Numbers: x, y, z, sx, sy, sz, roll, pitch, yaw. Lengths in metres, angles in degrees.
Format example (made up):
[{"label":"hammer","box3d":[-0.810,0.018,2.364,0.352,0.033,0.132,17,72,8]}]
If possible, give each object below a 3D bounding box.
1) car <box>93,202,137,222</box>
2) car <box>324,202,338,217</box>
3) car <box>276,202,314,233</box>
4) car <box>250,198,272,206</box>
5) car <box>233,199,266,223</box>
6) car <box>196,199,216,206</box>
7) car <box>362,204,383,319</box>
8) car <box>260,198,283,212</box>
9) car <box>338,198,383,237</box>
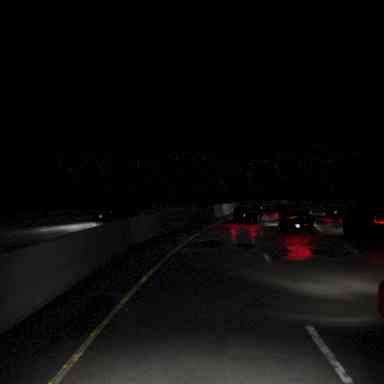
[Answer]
[{"label":"car","box3d":[-6.322,1.627,27.891,2.128,1.511,4.902,0,0,17]},{"label":"car","box3d":[14.262,1.708,33.062,1.812,1.442,4.674,0,0,23]},{"label":"car","box3d":[6.414,1.617,20.728,1.837,1.490,4.892,0,0,13]},{"label":"car","box3d":[13.643,1.919,65.596,2.033,1.411,5.357,0,0,39]},{"label":"car","box3d":[4.610,1.620,27.099,1.882,1.535,5.008,0,-1,17]},{"label":"car","box3d":[2.374,1.848,55.811,1.994,1.385,4.181,0,0,32]},{"label":"car","box3d":[3.750,1.239,2.562,2.150,2.045,5.566,0,0,3]},{"label":"car","box3d":[10.421,1.711,41.215,2.128,1.511,4.902,0,0,27]},{"label":"car","box3d":[8.813,1.310,15.647,2.150,2.045,5.566,0,0,11]}]
